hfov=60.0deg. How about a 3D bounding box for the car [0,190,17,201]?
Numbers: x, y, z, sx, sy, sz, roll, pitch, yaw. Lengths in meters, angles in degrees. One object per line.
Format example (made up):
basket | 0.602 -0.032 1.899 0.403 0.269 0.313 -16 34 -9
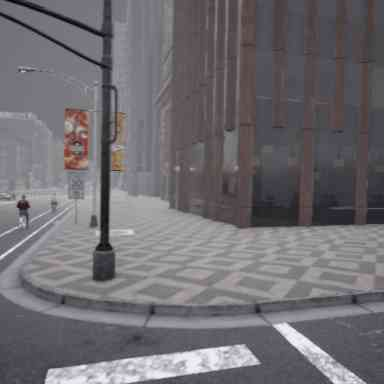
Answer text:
car | -25.537 0.462 45.905 1.837 1.490 4.892 1 1 -16

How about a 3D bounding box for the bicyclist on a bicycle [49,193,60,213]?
bicyclist on a bicycle | -11.186 0.890 27.053 0.866 1.612 1.509 1 1 -16

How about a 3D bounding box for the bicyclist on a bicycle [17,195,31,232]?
bicyclist on a bicycle | -8.158 1.019 16.212 0.659 1.776 1.843 1 1 -16
